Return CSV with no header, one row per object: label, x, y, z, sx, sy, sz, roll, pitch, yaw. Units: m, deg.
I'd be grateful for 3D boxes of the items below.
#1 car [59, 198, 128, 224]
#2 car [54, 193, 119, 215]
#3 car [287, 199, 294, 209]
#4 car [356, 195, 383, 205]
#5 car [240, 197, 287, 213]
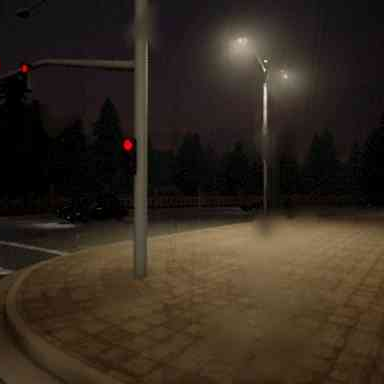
car,-6.753,1.417,23.936,1.812,1.442,4.674,0,1,39
car,-8.436,1.102,27.472,2.150,2.045,5.566,0,0,40
car,10.349,1.406,41.309,4.892,1.490,1.837,0,0,-20
car,22.657,1.062,40.795,5.008,1.535,1.882,0,0,-5
car,7.532,1.381,36.269,5.008,1.535,1.882,0,0,-26
